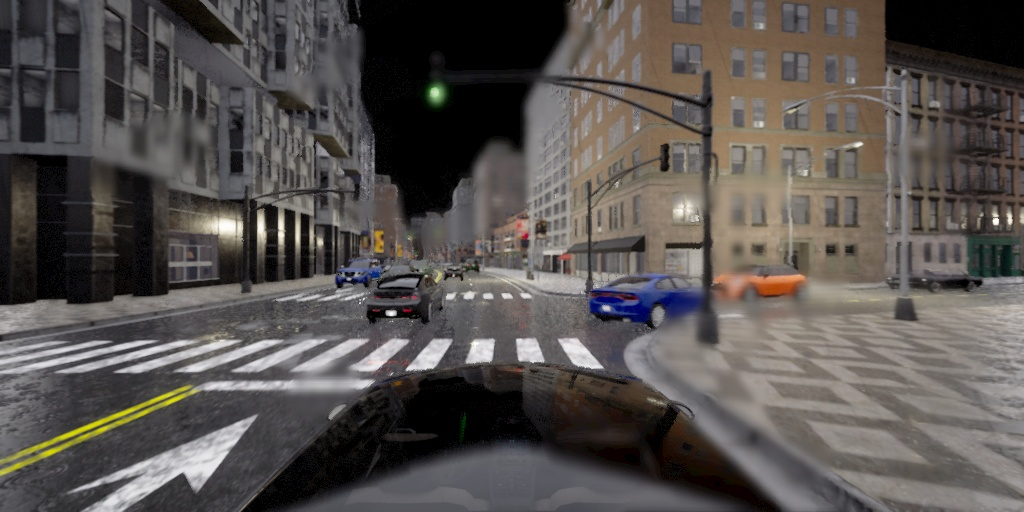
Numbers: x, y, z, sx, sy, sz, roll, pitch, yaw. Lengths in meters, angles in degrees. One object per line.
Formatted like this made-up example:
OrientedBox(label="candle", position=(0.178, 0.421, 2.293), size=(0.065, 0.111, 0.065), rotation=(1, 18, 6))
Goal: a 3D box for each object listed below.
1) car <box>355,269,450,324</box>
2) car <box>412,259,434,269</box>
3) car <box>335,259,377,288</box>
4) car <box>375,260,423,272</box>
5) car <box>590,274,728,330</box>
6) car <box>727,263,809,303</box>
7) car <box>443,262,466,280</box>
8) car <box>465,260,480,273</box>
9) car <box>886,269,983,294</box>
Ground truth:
OrientedBox(label="car", position=(-3.529, 1.375, 12.574), size=(1.837, 1.490, 4.892), rotation=(0, 0, -3))
OrientedBox(label="car", position=(-9.272, 1.345, 35.785), size=(2.150, 2.045, 5.566), rotation=(0, 0, -8))
OrientedBox(label="car", position=(-11.417, 1.258, 27.184), size=(2.150, 2.045, 5.566), rotation=(0, -1, -7))
OrientedBox(label="car", position=(-8.004, 1.368, 25.799), size=(2.097, 1.767, 4.553), rotation=(0, -1, -6))
OrientedBox(label="car", position=(4.670, 1.302, 11.548), size=(5.008, 1.535, 1.882), rotation=(0, -2, -36))
OrientedBox(label="car", position=(11.502, 1.174, 16.997), size=(4.553, 1.767, 2.097), rotation=(0, 0, -15))
OrientedBox(label="car", position=(-5.911, 1.634, 36.613), size=(1.837, 1.490, 4.892), rotation=(0, -1, -8))
OrientedBox(label="car", position=(-6.360, 1.569, 56.163), size=(2.150, 2.045, 5.566), rotation=(0, -1, -14))
OrientedBox(label="car", position=(23.757, 1.398, 20.225), size=(4.718, 1.301, 1.895), rotation=(0, 0, -15))
